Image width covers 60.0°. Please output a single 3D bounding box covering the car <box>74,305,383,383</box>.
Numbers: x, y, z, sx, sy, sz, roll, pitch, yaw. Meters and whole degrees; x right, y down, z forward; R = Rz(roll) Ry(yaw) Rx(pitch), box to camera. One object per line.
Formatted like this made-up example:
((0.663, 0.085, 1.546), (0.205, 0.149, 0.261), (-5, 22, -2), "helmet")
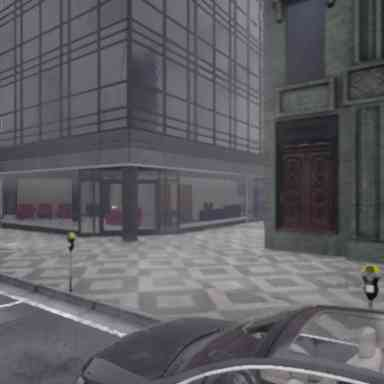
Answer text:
((0.951, 1.553, 2.282), (4.403, 1.369, 2.008), (0, 0, 36), "car")
